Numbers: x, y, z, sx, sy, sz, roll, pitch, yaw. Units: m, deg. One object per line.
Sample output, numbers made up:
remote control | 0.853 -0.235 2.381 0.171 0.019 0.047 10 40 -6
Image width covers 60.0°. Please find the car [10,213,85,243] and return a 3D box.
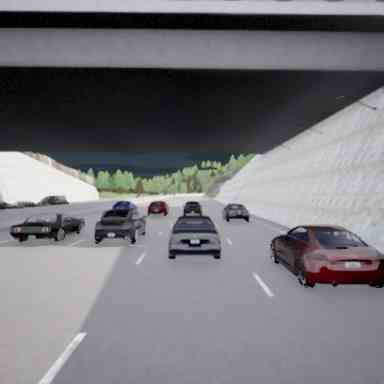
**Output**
car | -6.914 1.676 16.594 1.895 1.301 4.718 0 0 0

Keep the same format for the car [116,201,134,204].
car | -6.931 1.634 34.569 1.882 1.535 5.008 0 0 0

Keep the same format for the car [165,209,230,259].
car | 0.089 1.606 12.872 2.033 1.411 5.357 0 0 0

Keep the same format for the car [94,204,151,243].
car | -3.414 1.580 16.485 1.837 1.490 4.892 0 0 0

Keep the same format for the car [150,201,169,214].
car | -3.432 1.633 34.546 1.882 1.535 5.008 0 0 0

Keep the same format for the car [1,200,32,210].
car | -21.125 1.737 41.711 2.033 1.411 5.357 0 0 0

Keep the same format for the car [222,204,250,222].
car | 3.576 1.672 27.789 2.033 1.411 5.357 0 0 0

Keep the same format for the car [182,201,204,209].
car | 0.071 1.654 33.128 1.837 1.490 4.892 0 0 0

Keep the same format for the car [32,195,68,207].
car | -17.627 1.415 42.255 2.150 2.045 5.566 0 -1 0

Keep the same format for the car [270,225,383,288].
car | 3.590 1.607 9.436 1.994 1.385 4.181 0 0 0
